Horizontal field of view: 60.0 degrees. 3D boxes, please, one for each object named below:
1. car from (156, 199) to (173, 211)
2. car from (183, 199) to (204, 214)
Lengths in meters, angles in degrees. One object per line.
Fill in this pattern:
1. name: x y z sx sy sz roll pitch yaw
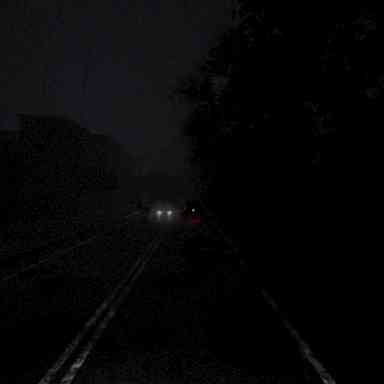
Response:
1. car: -3.294 1.590 41.363 2.033 1.411 5.357 0 0 0
2. car: 0.145 1.544 35.362 1.837 1.490 4.892 0 0 0
